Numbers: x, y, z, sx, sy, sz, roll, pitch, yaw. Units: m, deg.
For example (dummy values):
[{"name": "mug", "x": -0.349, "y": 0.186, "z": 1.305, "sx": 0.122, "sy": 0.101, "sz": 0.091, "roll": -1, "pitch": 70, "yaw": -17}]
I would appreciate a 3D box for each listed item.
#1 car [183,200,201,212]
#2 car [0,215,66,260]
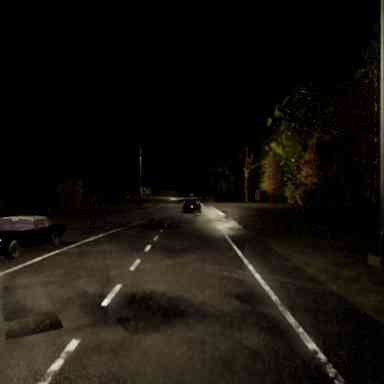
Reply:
[{"name": "car", "x": -0.009, "y": 1.558, "z": 38.204, "sx": 1.994, "sy": 1.385, "sz": 4.181, "roll": 0, "pitch": 0, "yaw": 0}, {"name": "car", "x": -6.680, "y": 1.602, "z": 12.683, "sx": 1.895, "sy": 1.301, "sz": 4.718, "roll": 0, "pitch": 0, "yaw": 4}]
